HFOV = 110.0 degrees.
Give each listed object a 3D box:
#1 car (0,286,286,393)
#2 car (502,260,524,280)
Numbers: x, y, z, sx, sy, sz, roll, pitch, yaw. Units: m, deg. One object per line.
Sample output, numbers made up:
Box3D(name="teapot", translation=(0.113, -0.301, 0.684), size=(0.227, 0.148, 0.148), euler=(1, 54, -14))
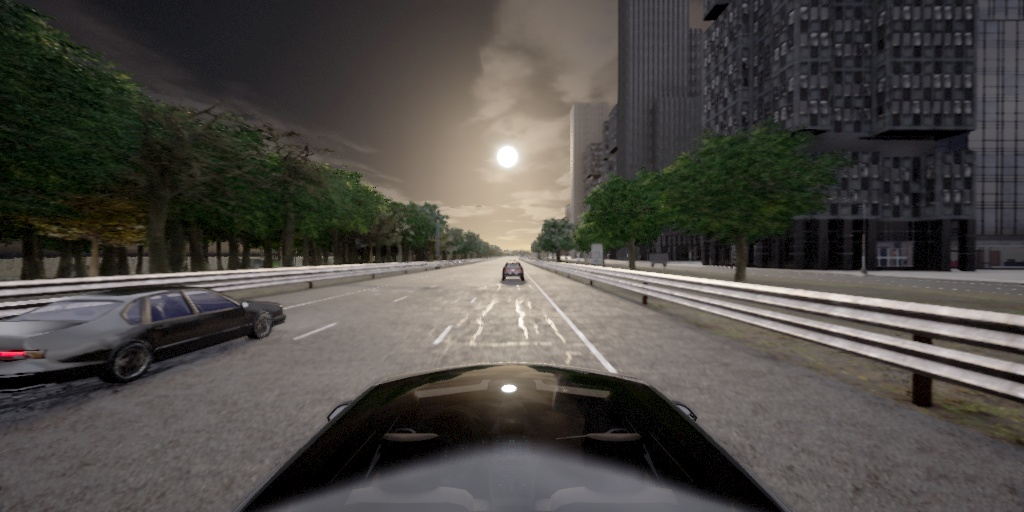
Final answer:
Box3D(name="car", translation=(-6.901, 1.305, 7.008), size=(2.033, 1.411, 5.357), euler=(0, 0, 0))
Box3D(name="car", translation=(0.084, 1.273, 32.955), size=(2.033, 1.649, 4.856), euler=(0, 0, 0))
